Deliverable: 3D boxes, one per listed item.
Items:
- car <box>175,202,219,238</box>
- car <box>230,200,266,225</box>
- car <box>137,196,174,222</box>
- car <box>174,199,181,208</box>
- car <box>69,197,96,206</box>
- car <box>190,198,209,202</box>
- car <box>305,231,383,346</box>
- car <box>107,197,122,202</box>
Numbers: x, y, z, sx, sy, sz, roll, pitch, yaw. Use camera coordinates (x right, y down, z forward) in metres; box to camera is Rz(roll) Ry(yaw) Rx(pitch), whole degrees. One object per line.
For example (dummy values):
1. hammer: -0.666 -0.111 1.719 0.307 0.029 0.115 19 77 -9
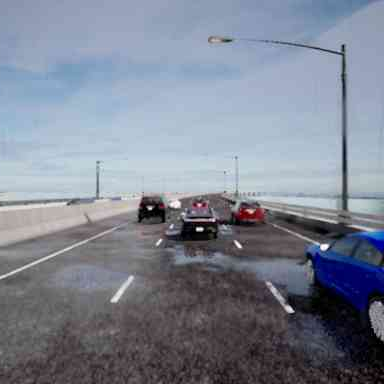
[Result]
1. car: 0.402 1.529 17.888 2.128 1.511 4.902 0 0 1
2. car: 4.037 1.386 24.673 2.097 1.767 4.553 0 0 1
3. car: -2.945 1.294 26.776 2.150 2.045 5.566 0 0 1
4. car: -2.499 1.626 44.271 1.812 1.442 4.674 0 0 2
5. car: -16.433 1.724 51.274 2.033 1.411 5.357 0 0 2
6. car: 0.817 1.424 36.580 2.097 1.767 4.553 0 0 1
7. car: 3.708 1.475 6.300 1.882 1.535 5.008 0 0 1
8. car: -12.795 1.643 55.389 1.882 1.535 5.008 0 0 2
